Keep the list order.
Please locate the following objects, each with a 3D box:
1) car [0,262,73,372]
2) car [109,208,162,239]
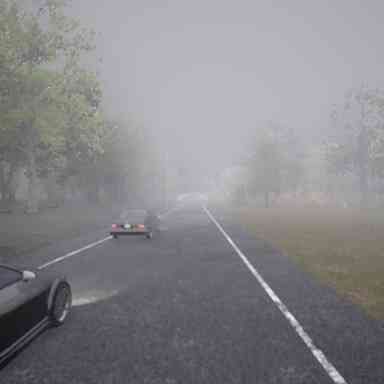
[{"bbox_3d":[-3.180,1.562,4.351,1.994,1.385,4.181,0,0,1],"label":"car"},{"bbox_3d":[-2.752,1.539,17.177,2.033,1.411,5.357,0,0,2],"label":"car"}]
